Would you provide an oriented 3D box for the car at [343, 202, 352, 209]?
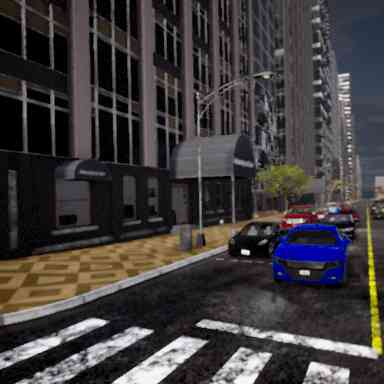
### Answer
[{"bbox_3d":[36.621,3.099,78.343,1.752,1.417,4.829,-3,-2,28],"label":"car"}]

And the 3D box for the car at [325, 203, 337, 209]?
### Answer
[{"bbox_3d":[13.157,2.217,33.780,1.967,1.590,4.097,-3,-2,28],"label":"car"}]

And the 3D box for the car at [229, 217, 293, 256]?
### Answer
[{"bbox_3d":[3.087,2.005,14.885,1.947,1.339,4.313,-3,-2,28],"label":"car"}]

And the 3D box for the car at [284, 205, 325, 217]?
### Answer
[{"bbox_3d":[7.919,1.918,24.031,2.192,1.841,5.009,-3,-2,28],"label":"car"}]

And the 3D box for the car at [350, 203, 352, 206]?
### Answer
[{"bbox_3d":[31.547,2.946,68.698,1.887,1.381,4.507,-3,-2,28],"label":"car"}]

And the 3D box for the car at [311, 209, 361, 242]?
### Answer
[{"bbox_3d":[8.552,1.967,19.411,2.128,1.511,4.902,-2,-2,28],"label":"car"}]

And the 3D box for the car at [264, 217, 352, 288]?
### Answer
[{"bbox_3d":[3.931,1.794,10.611,1.882,1.535,5.008,-2,-2,26],"label":"car"}]

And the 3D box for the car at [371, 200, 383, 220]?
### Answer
[{"bbox_3d":[21.055,2.079,36.408,2.097,1.767,4.553,-2,-2,28],"label":"car"}]

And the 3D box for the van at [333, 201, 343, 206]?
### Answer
[{"bbox_3d":[18.657,2.304,44.217,1.690,1.788,3.998,-3,-2,28],"label":"van"}]

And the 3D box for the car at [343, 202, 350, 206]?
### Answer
[{"bbox_3d":[23.810,2.453,54.012,2.192,1.841,5.009,-3,-2,28],"label":"car"}]

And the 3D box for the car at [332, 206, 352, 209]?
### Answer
[{"bbox_3d":[13.348,2.164,28.502,1.812,1.442,4.674,-2,-2,28],"label":"car"}]

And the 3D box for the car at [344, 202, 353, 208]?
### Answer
[{"bbox_3d":[39.198,3.186,83.240,1.752,1.417,4.829,-3,-2,28],"label":"car"}]
